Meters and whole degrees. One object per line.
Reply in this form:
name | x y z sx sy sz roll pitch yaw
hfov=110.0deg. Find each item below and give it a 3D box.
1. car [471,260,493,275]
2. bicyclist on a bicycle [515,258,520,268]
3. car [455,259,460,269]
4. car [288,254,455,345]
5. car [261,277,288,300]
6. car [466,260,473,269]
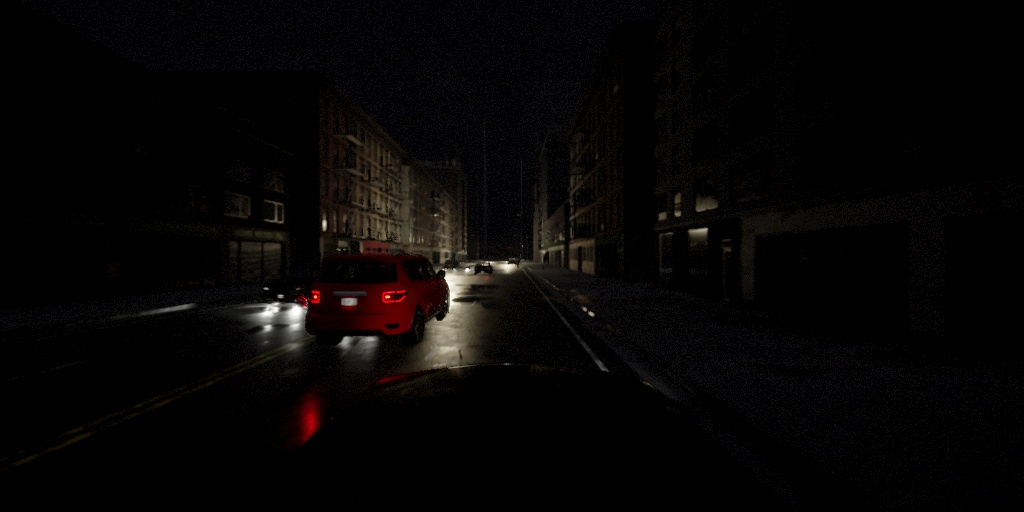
car | -3.136 1.376 40.394 1.895 1.301 4.718 0 0 0
bicyclist on a bicycle | 0.913 1.157 53.587 0.659 1.776 1.843 0 0 0
car | -9.776 1.269 58.487 1.882 1.535 5.008 0 0 1
car | -3.147 0.975 9.612 2.150 2.045 5.566 0 0 0
car | -9.844 1.308 17.902 2.033 1.411 5.357 0 0 0
car | -6.515 1.394 59.880 1.895 1.301 4.718 0 0 1
